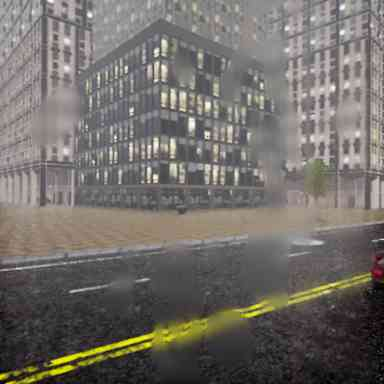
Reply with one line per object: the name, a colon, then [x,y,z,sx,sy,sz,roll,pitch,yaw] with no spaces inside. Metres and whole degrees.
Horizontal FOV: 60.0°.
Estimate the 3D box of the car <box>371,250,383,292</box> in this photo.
car: [6.037,1.628,7.986,4.674,1.442,1.812,1,0,-37]
